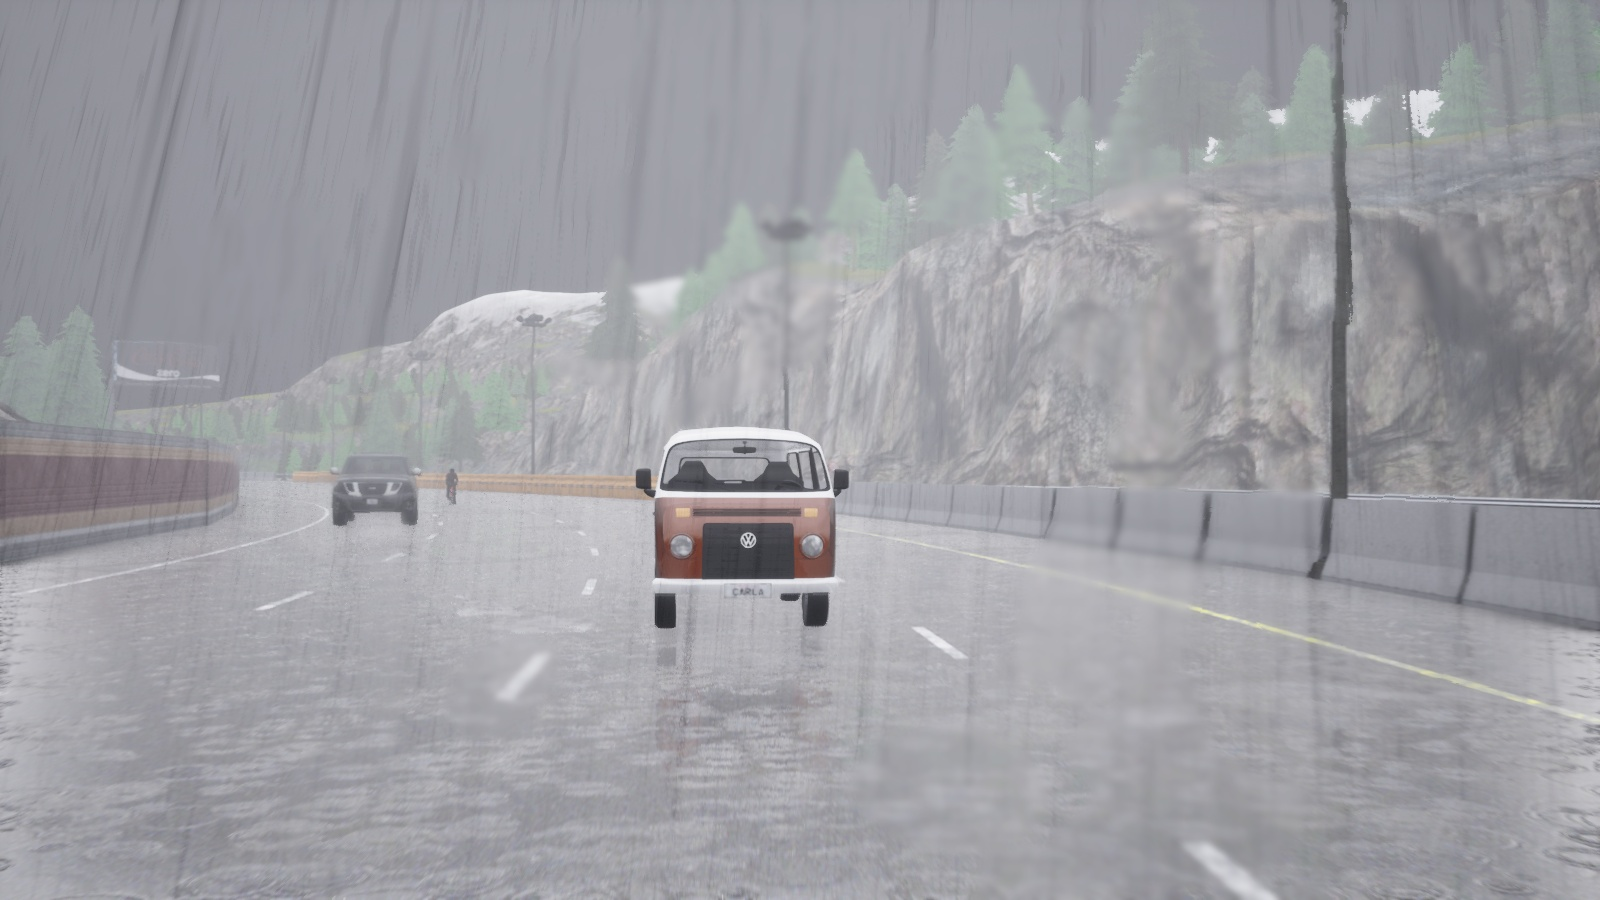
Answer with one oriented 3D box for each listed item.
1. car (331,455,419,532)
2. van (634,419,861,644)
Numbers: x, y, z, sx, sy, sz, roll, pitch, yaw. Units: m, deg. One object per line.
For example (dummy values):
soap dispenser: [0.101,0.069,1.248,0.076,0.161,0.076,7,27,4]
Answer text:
car: [-12.163,1.194,36.255,2.150,2.045,5.566,0,-1,-16]
van: [-0.718,0.771,13.695,2.069,2.038,4.480,0,-1,-6]
